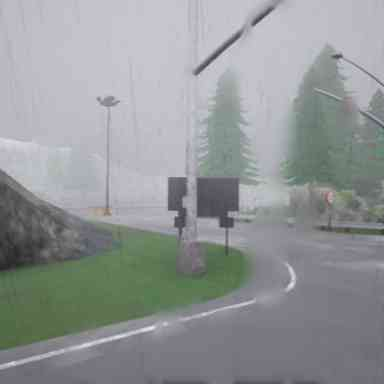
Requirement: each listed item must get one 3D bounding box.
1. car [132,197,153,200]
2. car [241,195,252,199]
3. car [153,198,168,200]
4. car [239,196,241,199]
[{"bbox_3d":[-9.357,1.784,68.668,4.674,1.442,1.812,1,0,-36],"label":"car"},{"bbox_3d":[16.179,1.663,86.997,5.357,1.411,2.033,1,0,-36],"label":"car"},{"bbox_3d":[-4.311,1.775,63.762,4.892,1.490,1.837,1,0,-35],"label":"car"},{"bbox_3d":[14.138,1.601,89.840,5.008,1.535,1.882,1,0,-36],"label":"car"}]
